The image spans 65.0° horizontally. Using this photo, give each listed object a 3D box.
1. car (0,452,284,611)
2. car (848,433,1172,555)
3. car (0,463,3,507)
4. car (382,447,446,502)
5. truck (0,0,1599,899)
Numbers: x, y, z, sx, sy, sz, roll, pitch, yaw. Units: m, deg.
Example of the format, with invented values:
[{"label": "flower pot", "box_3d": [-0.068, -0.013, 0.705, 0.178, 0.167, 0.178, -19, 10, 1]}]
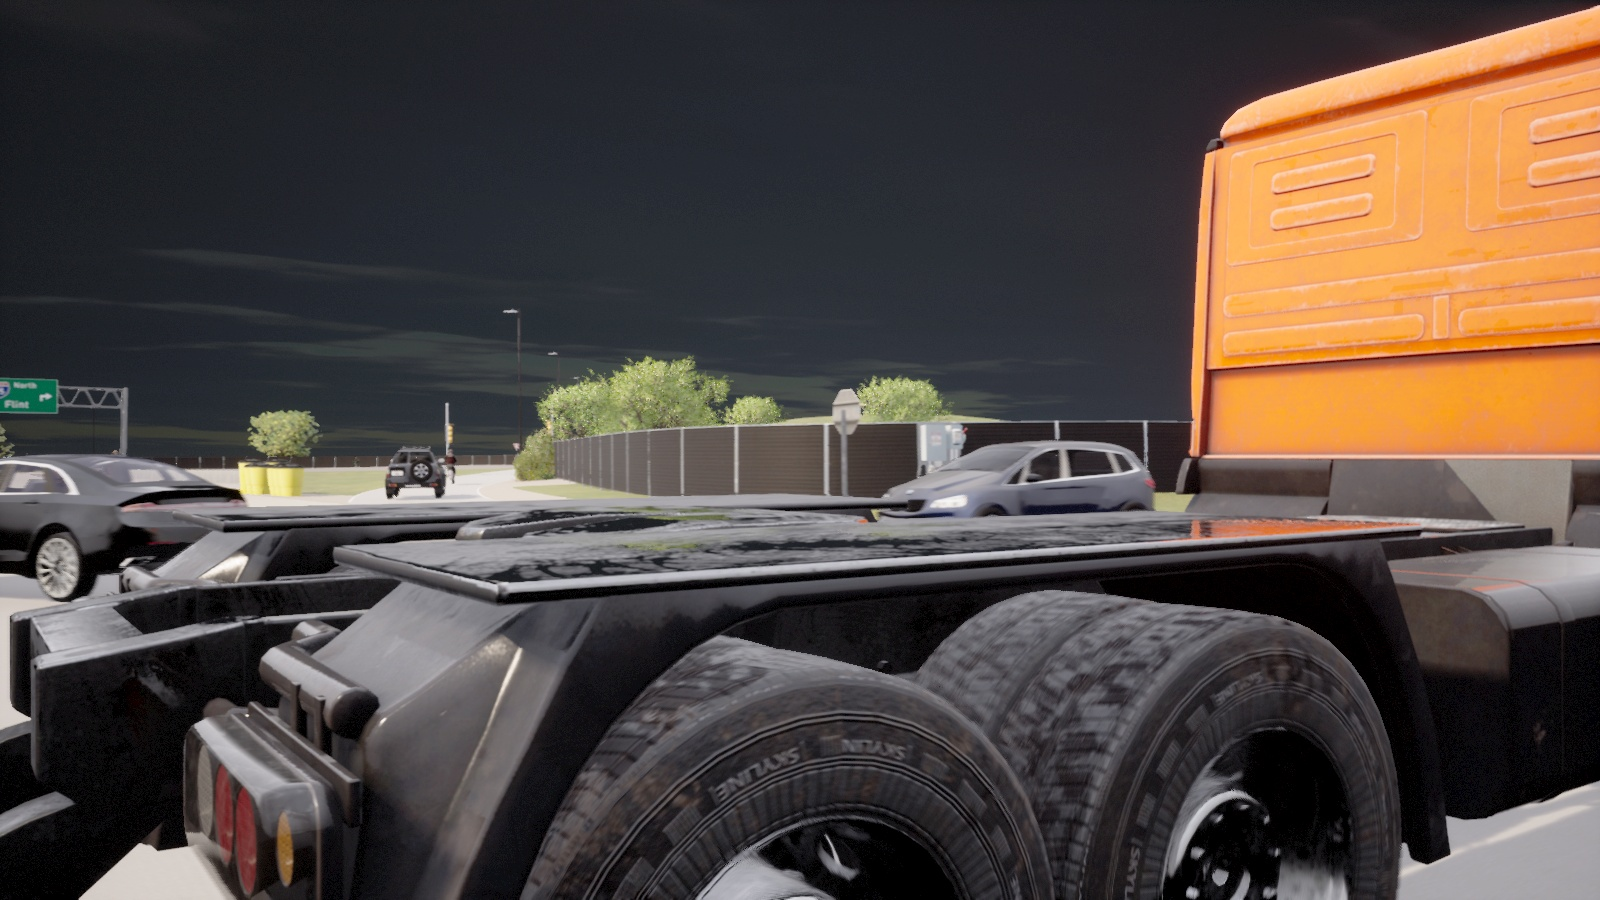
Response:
[{"label": "car", "box_3d": [-8.390, 0.807, 14.016, 4.902, 1.511, 2.128, -1, 0, 26]}, {"label": "car", "box_3d": [3.273, 0.612, 19.330, 4.611, 1.667, 2.242, 0, -1, -34]}, {"label": "car", "box_3d": [-30.051, 1.257, 45.496, 1.882, 1.535, 5.008, 0, -1, -33]}, {"label": "car", "box_3d": [-13.870, 0.854, 45.325, 1.932, 1.855, 4.605, -1, 0, -14]}, {"label": "truck", "box_3d": [1.433, -0.236, 4.702, 7.936, 3.462, 2.891, 0, 0, -35]}]
